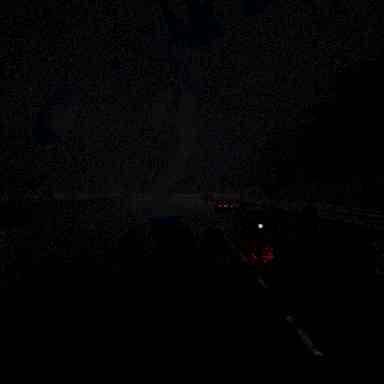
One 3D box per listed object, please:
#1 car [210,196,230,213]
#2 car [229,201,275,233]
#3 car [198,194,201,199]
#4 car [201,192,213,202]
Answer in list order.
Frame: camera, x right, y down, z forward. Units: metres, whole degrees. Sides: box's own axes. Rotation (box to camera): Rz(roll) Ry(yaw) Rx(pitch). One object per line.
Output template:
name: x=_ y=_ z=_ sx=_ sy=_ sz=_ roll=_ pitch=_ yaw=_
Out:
car: x=3.494 y=1.493 z=36.625 sx=2.033 sy=1.411 sz=5.357 roll=0 pitch=0 yaw=0
car: x=3.497 y=1.468 z=19.395 sx=1.837 sy=1.490 sz=4.892 roll=0 pitch=0 yaw=0
car: x=3.488 y=1.097 z=94.477 sx=2.150 sy=2.045 sz=5.566 roll=0 pitch=-1 yaw=0
car: x=3.492 y=1.130 z=69.538 sx=2.097 sy=1.767 sz=4.553 roll=0 pitch=0 yaw=0
